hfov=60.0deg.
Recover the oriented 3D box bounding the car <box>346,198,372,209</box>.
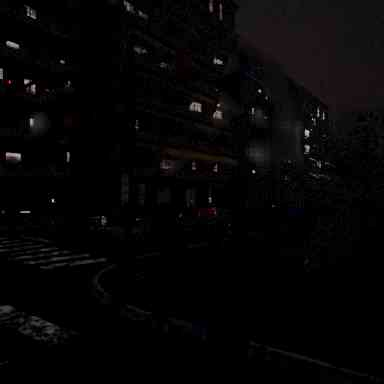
[{"bbox_3d":[27.351,1.891,54.335,2.192,1.841,5.009,1,0,36],"label":"car"}]

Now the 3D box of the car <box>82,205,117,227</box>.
[{"bbox_3d":[-5.667,1.625,23.690,2.008,1.369,4.403,1,0,36],"label":"car"}]

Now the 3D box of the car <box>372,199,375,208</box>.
[{"bbox_3d":[30.632,2.201,58.787,1.802,1.307,4.206,1,0,36],"label":"car"}]

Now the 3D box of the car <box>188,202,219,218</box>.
[{"bbox_3d":[0.903,1.711,32.596,1.887,1.381,4.507,1,0,36],"label":"car"}]

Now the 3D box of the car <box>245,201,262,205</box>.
[{"bbox_3d":[5.865,1.727,34.949,1.882,1.535,5.008,1,0,36],"label":"car"}]

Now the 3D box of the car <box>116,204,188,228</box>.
[{"bbox_3d":[-2.664,1.632,23.391,1.837,1.490,4.892,1,1,36],"label":"car"}]

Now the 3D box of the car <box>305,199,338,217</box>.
[{"bbox_3d":[14.212,1.837,36.522,1.967,1.590,4.097,1,0,36],"label":"car"}]

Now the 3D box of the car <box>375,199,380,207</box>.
[{"bbox_3d":[33.918,2.103,63.240,1.967,1.590,4.097,1,0,36],"label":"car"}]

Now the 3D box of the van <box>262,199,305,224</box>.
[{"bbox_3d":[7.643,1.647,27.616,1.690,1.788,3.998,1,0,36],"label":"van"}]

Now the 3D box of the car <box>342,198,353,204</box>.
[{"bbox_3d":[40.216,2.219,85.896,1.752,1.417,4.829,1,0,36],"label":"car"}]

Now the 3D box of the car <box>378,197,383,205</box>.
[{"bbox_3d":[47.059,2.150,81.053,2.192,1.841,5.009,1,0,36],"label":"car"}]

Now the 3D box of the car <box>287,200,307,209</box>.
[{"bbox_3d":[17.325,1.974,54.862,1.802,1.307,4.206,1,0,36],"label":"car"}]

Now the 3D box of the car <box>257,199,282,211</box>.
[{"bbox_3d":[10.757,1.742,45.956,1.967,1.590,4.097,1,0,36],"label":"car"}]

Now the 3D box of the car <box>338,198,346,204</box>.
[{"bbox_3d":[33.747,2.176,77.127,1.947,1.339,4.313,1,0,36],"label":"car"}]

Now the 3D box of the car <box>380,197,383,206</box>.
[{"bbox_3d":[37.202,2.251,67.693,1.887,1.381,4.507,1,0,36],"label":"car"}]

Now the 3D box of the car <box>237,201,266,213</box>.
[{"bbox_3d":[7.471,1.839,41.503,1.802,1.307,4.206,1,0,36],"label":"car"}]

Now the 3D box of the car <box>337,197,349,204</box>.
[{"bbox_3d":[37.033,2.093,81.580,1.967,1.590,4.097,1,0,36],"label":"car"}]

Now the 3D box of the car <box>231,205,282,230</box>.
[{"bbox_3d":[4.356,1.826,23.162,1.947,1.339,4.313,1,0,36],"label":"car"}]

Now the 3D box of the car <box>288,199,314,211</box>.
[{"bbox_3d":[15.837,1.880,48.316,2.128,1.511,4.902,1,0,37],"label":"car"}]
